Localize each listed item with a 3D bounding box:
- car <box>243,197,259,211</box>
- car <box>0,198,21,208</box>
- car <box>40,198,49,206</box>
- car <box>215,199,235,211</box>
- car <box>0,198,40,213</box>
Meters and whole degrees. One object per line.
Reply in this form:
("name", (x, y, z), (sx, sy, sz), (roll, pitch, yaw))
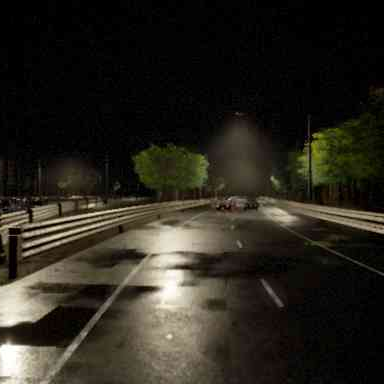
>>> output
("car", (7.785, 1.770, 43.942), (2.033, 1.411, 5.357), (0, 0, 11))
("car", (-28.405, 1.663, 51.816), (1.994, 1.385, 4.181), (0, 0, -9))
("car", (-25.243, 1.691, 55.033), (1.994, 1.385, 4.181), (0, 0, -9))
("car", (4.276, 1.815, 44.221), (1.895, 1.301, 4.718), (0, 0, 11))
("car", (-18.320, 1.625, 35.544), (2.033, 1.411, 5.357), (0, 0, -11))
